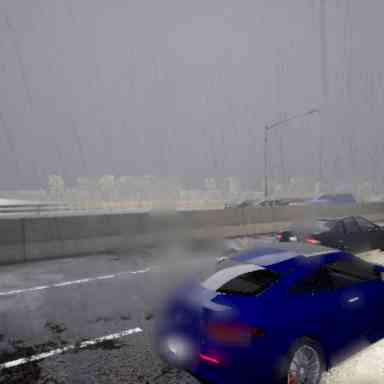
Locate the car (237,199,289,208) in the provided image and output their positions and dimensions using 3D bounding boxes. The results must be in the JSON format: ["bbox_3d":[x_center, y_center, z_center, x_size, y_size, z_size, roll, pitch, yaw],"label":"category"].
[{"bbox_3d":[6.769,1.377,30.115,4.892,1.490,1.837,0,0,-35],"label":"car"}]

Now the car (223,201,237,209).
[{"bbox_3d":[5.092,1.434,33.209,4.181,1.385,1.994,0,0,-35],"label":"car"}]

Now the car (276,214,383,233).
[{"bbox_3d":[5.192,1.483,11.710,5.357,1.411,2.033,0,0,-35],"label":"car"}]

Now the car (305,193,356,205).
[{"bbox_3d":[12.425,1.070,29.773,5.566,2.045,2.150,0,0,-35],"label":"car"}]

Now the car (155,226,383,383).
[{"bbox_3d":[1.700,1.500,4.947,4.674,1.442,1.812,-1,0,-35],"label":"car"}]
